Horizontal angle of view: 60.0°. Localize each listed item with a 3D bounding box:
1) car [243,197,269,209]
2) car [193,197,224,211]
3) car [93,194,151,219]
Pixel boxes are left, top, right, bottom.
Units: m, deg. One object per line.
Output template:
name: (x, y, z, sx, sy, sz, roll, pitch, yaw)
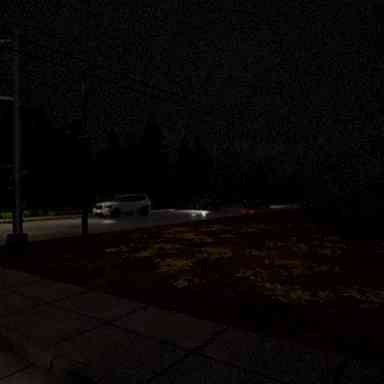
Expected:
car: (8.344, 1.372, 42.830, 2.128, 1.511, 4.902, 0, 0, 37)
car: (2.073, 1.424, 40.552, 1.837, 1.490, 4.892, 0, 1, 37)
car: (-6.054, 1.208, 29.603, 2.150, 2.045, 5.566, 0, 1, 37)
